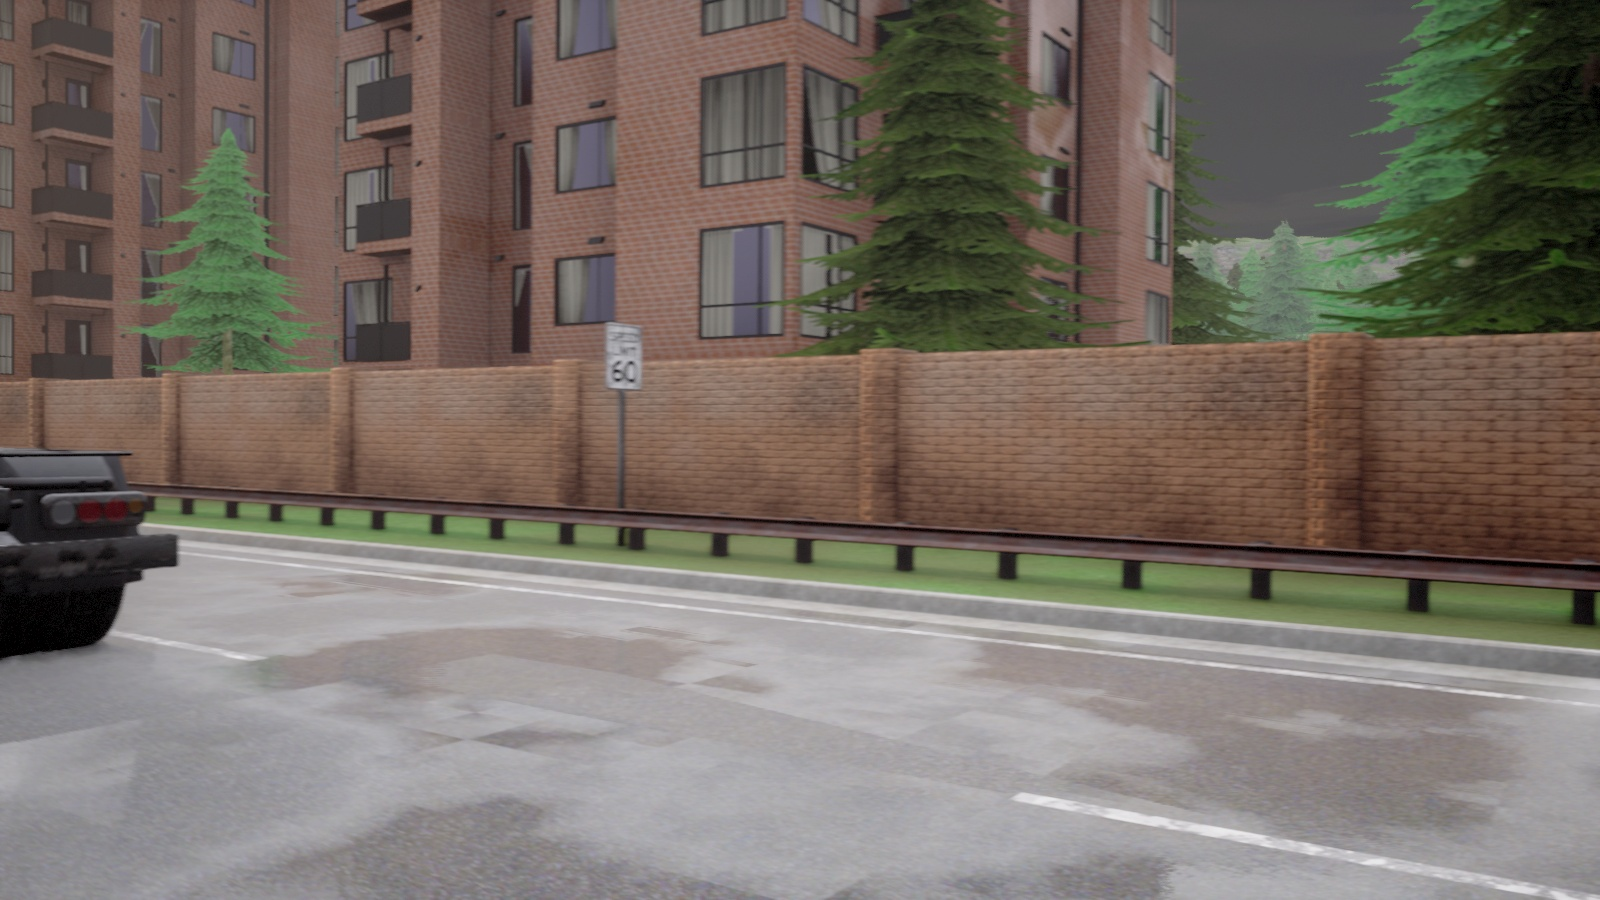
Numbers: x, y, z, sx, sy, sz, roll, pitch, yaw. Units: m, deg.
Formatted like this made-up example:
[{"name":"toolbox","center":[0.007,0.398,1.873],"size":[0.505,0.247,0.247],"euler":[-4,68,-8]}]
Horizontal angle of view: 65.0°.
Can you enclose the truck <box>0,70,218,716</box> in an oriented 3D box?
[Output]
[{"name":"truck","center":[-7.721,-0.299,8.734],"size":[7.936,3.462,2.891],"euler":[0,1,34]}]
